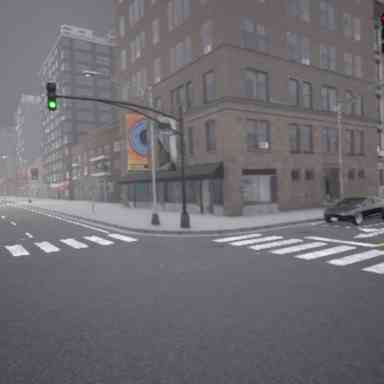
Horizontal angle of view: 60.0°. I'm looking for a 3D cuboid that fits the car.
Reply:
[{"bbox_3d":[8.845,0.897,17.706,4.313,1.339,1.947,-3,1,-34],"label":"car"}]
